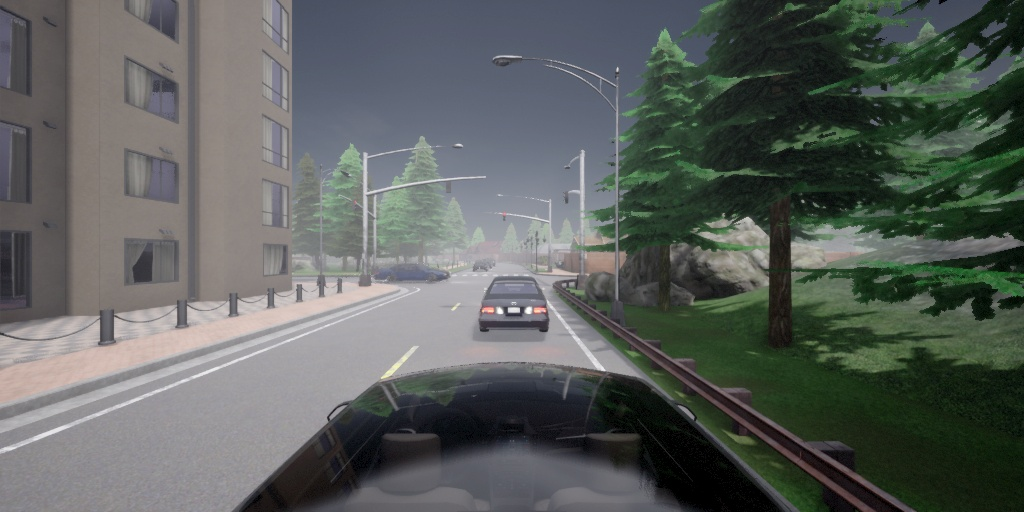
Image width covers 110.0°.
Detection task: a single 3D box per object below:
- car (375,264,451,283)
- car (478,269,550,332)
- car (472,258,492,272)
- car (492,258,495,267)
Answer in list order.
[{"bbox_3d":[-7.430,1.281,27.080,5.357,1.411,2.033,0,0,1],"label":"car"},{"bbox_3d":[0.068,1.297,10.802,2.033,1.411,5.357,0,0,1],"label":"car"},{"bbox_3d":[-3.999,1.225,46.360,1.837,1.490,4.892,0,0,0],"label":"car"},{"bbox_3d":[-4.053,1.225,55.826,1.837,1.490,4.892,0,0,0],"label":"car"}]
